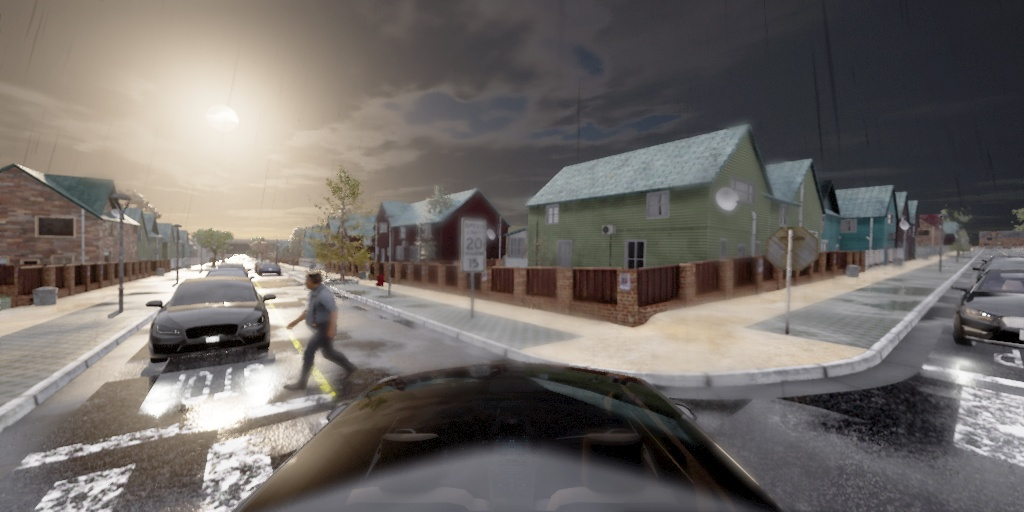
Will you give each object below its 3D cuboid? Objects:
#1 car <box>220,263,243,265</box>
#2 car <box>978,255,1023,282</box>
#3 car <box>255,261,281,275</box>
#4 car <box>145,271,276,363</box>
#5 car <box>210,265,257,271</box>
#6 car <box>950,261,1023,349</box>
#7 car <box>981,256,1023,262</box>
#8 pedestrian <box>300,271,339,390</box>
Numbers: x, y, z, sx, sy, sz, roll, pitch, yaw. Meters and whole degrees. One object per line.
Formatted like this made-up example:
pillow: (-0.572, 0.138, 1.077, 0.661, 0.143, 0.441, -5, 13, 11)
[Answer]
car: (-19.063, 1.258, 24.373, 1.837, 1.490, 4.892, 0, 0, -37)
car: (29.018, 0.673, 20.974, 4.181, 1.385, 1.994, -1, 2, -36)
car: (-25.921, 1.313, 38.242, 1.994, 1.385, 4.181, 0, 0, -38)
car: (-6.943, 1.271, 8.457, 1.837, 1.490, 4.892, 0, 0, -38)
car: (-12.524, 1.285, 15.765, 1.812, 1.442, 4.674, 0, 0, -37)
car: (10.596, 1.019, 7.229, 4.902, 1.511, 2.128, -1, 2, -35)
car: (18.509, 0.828, 13.095, 5.008, 1.535, 1.882, -1, 2, -37)
pedestrian: (-2.957, 1.068, 5.489, 0.375, 1.860, 0.375, -2, 3, -37)
